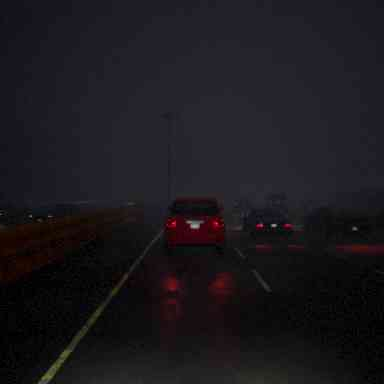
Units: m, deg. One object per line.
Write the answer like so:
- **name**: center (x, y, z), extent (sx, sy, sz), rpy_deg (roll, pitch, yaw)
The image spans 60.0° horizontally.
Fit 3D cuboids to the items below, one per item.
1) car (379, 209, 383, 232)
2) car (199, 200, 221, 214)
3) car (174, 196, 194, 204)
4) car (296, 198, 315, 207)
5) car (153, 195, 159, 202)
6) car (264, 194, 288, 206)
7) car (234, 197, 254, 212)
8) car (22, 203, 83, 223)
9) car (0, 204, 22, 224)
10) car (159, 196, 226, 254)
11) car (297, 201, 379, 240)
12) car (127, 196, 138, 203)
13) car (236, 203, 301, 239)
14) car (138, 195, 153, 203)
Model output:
- **car**: center (10.729, 1.534, 17.277), extent (2.033, 1.411, 5.357), rpy_deg (0, 0, 2)
- **car**: center (2.058, 1.571, 36.033), extent (1.895, 1.301, 4.718), rpy_deg (0, 0, 9)
- **car**: center (-1.544, 1.494, 64.509), extent (2.033, 1.411, 5.357), rpy_deg (0, 0, 20)
- **car**: center (13.150, 1.447, 38.287), extent (1.882, 1.535, 5.008), rpy_deg (0, 0, 10)
- **car**: center (-5.293, 1.472, 64.240), extent (1.812, 1.442, 4.674), rpy_deg (0, 0, 19)
- **car**: center (9.265, 1.192, 36.654), extent (2.150, 2.045, 5.566), rpy_deg (0, 0, 10)
- **car**: center (5.873, 1.322, 37.314), extent (2.097, 1.767, 4.553), rpy_deg (0, 0, 10)
- **car**: center (-10.047, 1.526, 24.964), extent (2.033, 1.411, 5.357), rpy_deg (0, 0, 5)
- **car**: center (-13.551, 1.580, 24.802), extent (1.895, 1.301, 4.718), rpy_deg (0, 0, 4)
- **car**: center (0.135, 1.210, 13.555), extent (2.150, 2.045, 5.566), rpy_deg (0, 0, 1)
- **car**: center (7.230, 1.464, 17.091), extent (1.882, 1.535, 5.008), rpy_deg (0, 0, 2)
- **car**: center (-11.486, 1.497, 67.772), extent (1.994, 1.385, 4.181), rpy_deg (0, 0, 19)
- **car**: center (3.729, 1.534, 17.275), extent (2.033, 1.411, 5.357), rpy_deg (0, 0, 2)
- **car**: center (-8.255, 1.447, 66.396), extent (1.837, 1.490, 4.892), rpy_deg (0, 0, 19)
